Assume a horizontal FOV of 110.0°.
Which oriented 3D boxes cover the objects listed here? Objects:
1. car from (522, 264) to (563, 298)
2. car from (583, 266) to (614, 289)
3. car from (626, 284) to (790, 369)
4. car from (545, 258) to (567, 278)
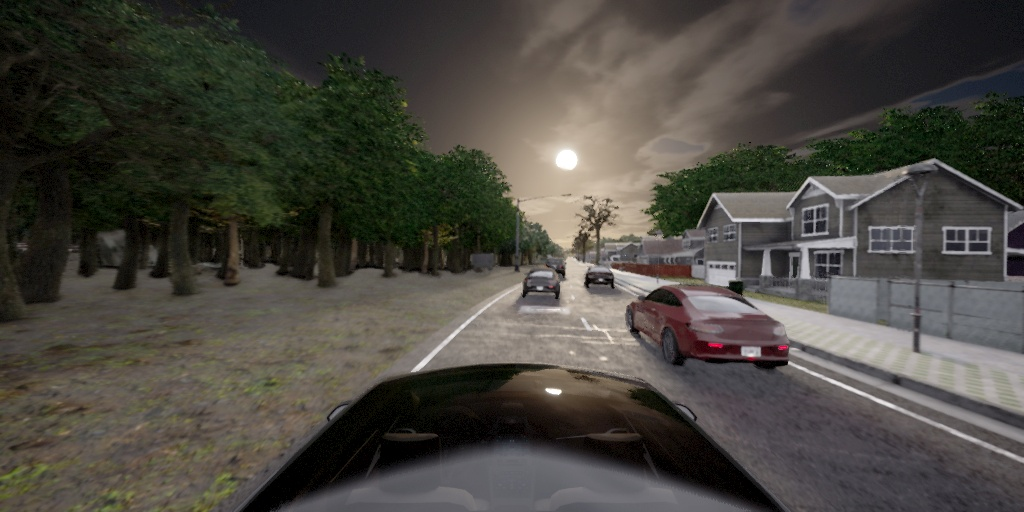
[{"bbox_3d":[1.604,1.337,18.872,1.812,1.442,4.674,1,0,8],"label":"car"},{"bbox_3d":[6.168,1.435,25.824,1.882,1.535,5.008,1,0,9],"label":"car"},{"bbox_3d":[3.933,1.345,7.959,1.812,1.442,4.674,1,0,4],"label":"car"},{"bbox_3d":[4.792,1.260,39.577,2.150,2.045,5.566,1,0,9],"label":"car"}]
